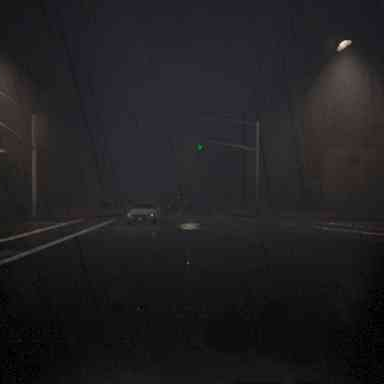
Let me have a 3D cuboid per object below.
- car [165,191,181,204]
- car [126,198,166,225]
[{"bbox_3d":[-2.638,0.715,47.744,2.097,1.767,4.553,0,1,1],"label":"car"},{"bbox_3d":[-3.081,1.330,22.153,1.812,1.442,4.674,0,1,1],"label":"car"}]
